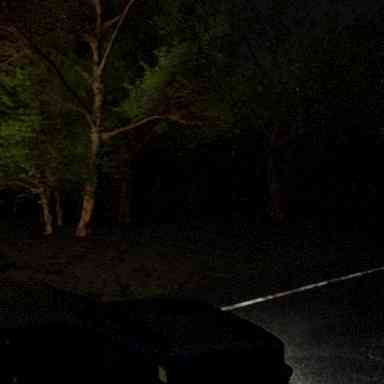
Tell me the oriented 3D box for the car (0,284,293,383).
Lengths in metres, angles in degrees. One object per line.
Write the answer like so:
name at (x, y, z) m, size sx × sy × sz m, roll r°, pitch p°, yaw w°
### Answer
car at (-1.573, 1.549, 2.625) m, size 5.357 × 1.411 × 2.033 m, roll 1°, pitch 0°, yaw -35°
